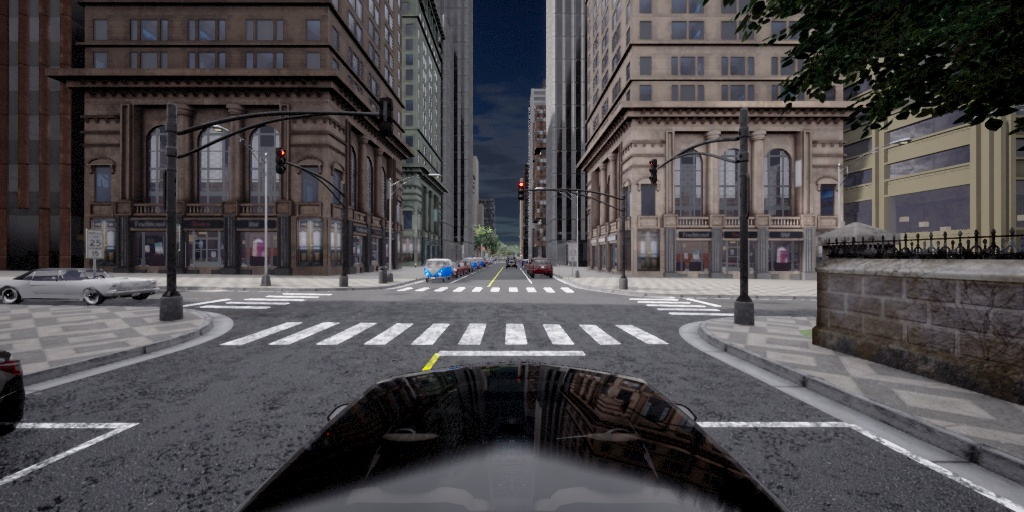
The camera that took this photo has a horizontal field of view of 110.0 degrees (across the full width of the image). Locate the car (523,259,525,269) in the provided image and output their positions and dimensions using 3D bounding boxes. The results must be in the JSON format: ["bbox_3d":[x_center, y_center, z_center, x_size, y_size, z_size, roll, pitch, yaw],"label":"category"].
[{"bbox_3d":[2.691,1.092,39.350,2.192,1.841,5.009,0,0,0],"label":"car"}]

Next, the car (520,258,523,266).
[{"bbox_3d":[2.660,1.352,55.672,2.007,1.370,4.403,0,0,0],"label":"car"}]

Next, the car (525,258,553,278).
[{"bbox_3d":[2.701,1.085,33.909,2.192,1.841,5.009,0,0,0],"label":"car"}]

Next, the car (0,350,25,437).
[{"bbox_3d":[-5.762,1.316,1.786,1.948,1.339,4.313,0,0,0],"label":"car"}]

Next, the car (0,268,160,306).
[{"bbox_3d":[-16.564,1.120,13.688,4.718,1.301,1.895,1,0,0],"label":"car"}]

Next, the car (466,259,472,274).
[{"bbox_3d":[-5.834,1.322,39.324,1.888,1.381,4.507,0,0,0],"label":"car"}]

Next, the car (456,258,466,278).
[{"bbox_3d":[-5.824,1.210,33.884,1.967,1.591,4.097,0,0,0],"label":"car"}]

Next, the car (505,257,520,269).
[{"bbox_3d":[-0.058,1.312,59.099,1.837,1.490,4.892,0,0,1],"label":"car"}]

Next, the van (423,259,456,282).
[{"bbox_3d":[-5.814,1.105,28.443,1.690,1.789,3.998,0,0,0],"label":"van"}]

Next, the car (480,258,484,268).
[{"bbox_3d":[-5.866,1.347,55.649,1.888,1.381,4.507,0,0,0],"label":"car"}]

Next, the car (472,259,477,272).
[{"bbox_3d":[-5.845,1.351,44.766,1.948,1.339,4.313,0,0,0],"label":"car"}]

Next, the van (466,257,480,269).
[{"bbox_3d":[-5.855,1.134,50.207,1.690,1.789,3.998,0,0,0],"label":"van"}]

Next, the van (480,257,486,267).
[{"bbox_3d":[-5.876,1.151,61.090,1.690,1.789,3.998,0,0,0],"label":"van"}]
